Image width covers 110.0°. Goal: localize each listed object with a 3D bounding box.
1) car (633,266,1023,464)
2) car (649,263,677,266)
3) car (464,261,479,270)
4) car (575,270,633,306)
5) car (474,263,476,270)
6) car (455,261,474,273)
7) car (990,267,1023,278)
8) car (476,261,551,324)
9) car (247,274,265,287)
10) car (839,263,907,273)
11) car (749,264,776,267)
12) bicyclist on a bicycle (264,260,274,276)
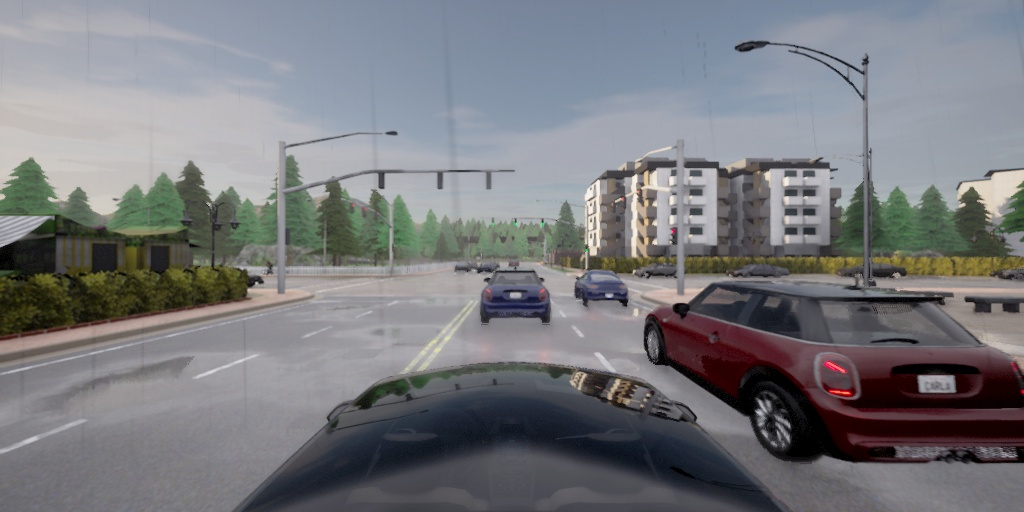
[{"bbox_3d":[3.611,1.121,5.166,2.097,1.767,4.553,0,0,0],"label":"car"},{"bbox_3d":[14.198,1.425,34.705,4.902,1.511,2.128,0,0,-2],"label":"car"},{"bbox_3d":[-6.829,1.638,60.515,1.994,1.385,4.181,0,0,0],"label":"car"},{"bbox_3d":[3.910,1.356,16.096,1.812,1.442,4.674,0,0,4],"label":"car"},{"bbox_3d":[-3.409,1.596,46.227,1.895,1.301,4.718,0,0,0],"label":"car"},{"bbox_3d":[-6.873,1.497,50.598,1.882,1.535,5.008,0,0,0],"label":"car"},{"bbox_3d":[45.338,1.462,30.644,5.357,1.411,2.033,0,0,25],"label":"car"},{"bbox_3d":[0.090,1.161,12.343,2.097,1.767,4.553,0,0,0],"label":"car"},{"bbox_3d":[-19.396,1.415,23.472,5.357,1.411,2.033,0,0,-1],"label":"car"},{"bbox_3d":[34.064,1.410,34.078,5.008,1.535,1.882,0,0,11],"label":"car"},{"bbox_3d":[23.938,1.484,34.969,5.357,1.411,2.033,0,0,0],"label":"car"},{"bbox_3d":[-25.647,1.249,37.829,0.582,1.620,1.656,0,0,-1],"label":"bicyclist on a bicycle"}]
